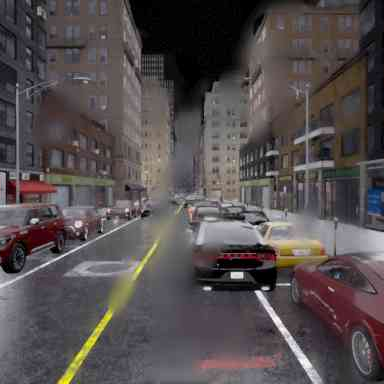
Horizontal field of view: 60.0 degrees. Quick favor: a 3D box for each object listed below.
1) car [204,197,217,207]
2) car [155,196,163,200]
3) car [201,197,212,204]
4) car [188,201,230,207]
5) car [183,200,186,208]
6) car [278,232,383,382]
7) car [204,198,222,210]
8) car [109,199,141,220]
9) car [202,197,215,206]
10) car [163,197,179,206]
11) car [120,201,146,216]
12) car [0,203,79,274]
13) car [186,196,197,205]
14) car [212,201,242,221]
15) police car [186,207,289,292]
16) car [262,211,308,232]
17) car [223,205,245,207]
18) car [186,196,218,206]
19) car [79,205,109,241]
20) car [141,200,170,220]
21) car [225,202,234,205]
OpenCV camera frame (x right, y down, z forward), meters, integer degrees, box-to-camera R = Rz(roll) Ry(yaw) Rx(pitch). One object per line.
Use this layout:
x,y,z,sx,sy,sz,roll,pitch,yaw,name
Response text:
2.732,1.496,50.027,1.752,1.417,4.829,-1,0,0,car
-5.840,1.503,61.005,1.887,1.381,4.507,-1,0,0,car
2.705,1.540,61.029,1.802,1.307,4.206,-1,0,0,car
0.848,1.498,18.978,1.837,1.490,4.892,0,0,0,car
-0.115,1.479,46.414,1.837,1.490,4.892,0,0,0,car
2.842,1.580,5.170,1.802,1.307,4.206,-1,0,0,car
2.746,1.527,44.271,2.008,1.369,4.403,-1,0,0,car
-5.752,1.429,27.490,1.967,1.590,4.097,-1,0,0,car
2.719,1.531,55.443,1.947,1.339,4.313,-1,0,0,car
-3.143,1.568,53.092,1.895,1.301,4.718,0,0,0,car
-5.765,1.567,33.076,1.802,1.307,4.206,-1,0,0,car
-5.708,1.311,10.733,2.192,1.841,5.009,-1,0,0,car
-0.162,1.437,60.153,1.882,1.535,5.008,0,0,0,car
2.787,1.539,27.514,2.008,1.369,4.403,-1,0,0,car
0.875,1.422,9.088,1.930,1.638,5.238,0,0,0,police car
2.827,1.522,10.926,1.752,1.417,4.829,-1,0,0,car
2.814,1.560,16.342,1.947,1.339,4.313,-1,0,0,car
0.767,1.342,24.940,2.097,1.767,4.553,0,0,-1,car
-5.722,1.434,16.319,1.967,1.590,4.097,-1,0,0,car
-3.177,1.589,28.238,1.895,1.301,4.718,0,0,0,car
2.801,1.557,21.928,1.947,1.339,4.313,-1,0,0,car
